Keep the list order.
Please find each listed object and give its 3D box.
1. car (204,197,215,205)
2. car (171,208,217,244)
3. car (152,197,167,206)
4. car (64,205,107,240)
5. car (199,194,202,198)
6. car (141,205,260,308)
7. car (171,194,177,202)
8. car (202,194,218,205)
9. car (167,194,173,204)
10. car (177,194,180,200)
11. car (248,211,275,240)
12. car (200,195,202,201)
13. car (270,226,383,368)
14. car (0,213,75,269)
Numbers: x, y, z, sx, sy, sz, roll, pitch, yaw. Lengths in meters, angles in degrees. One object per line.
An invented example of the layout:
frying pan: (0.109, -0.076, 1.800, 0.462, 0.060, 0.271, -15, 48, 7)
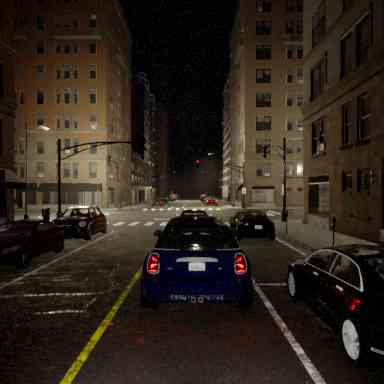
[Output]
car: (3.092, 1.576, 59.241, 1.752, 1.417, 4.829, 0, 0, 0)
car: (0.098, 1.566, 16.645, 1.994, 1.385, 4.181, 0, 0, 1)
car: (-5.461, 1.623, 53.703, 1.802, 1.307, 4.206, 0, 0, 0)
car: (-5.617, 1.442, 16.601, 1.967, 1.590, 4.097, 0, 0, 0)
car: (3.173, 1.531, 75.298, 1.967, 1.590, 4.097, 0, 0, 0)
car: (0.104, 1.353, 8.062, 2.097, 1.767, 4.553, 0, 0, 0)
car: (-5.324, 1.633, 80.575, 1.752, 1.417, 4.829, 0, 0, 0)
car: (3.064, 1.481, 53.662, 1.967, 1.590, 4.097, 0, 0, 0)
car: (-5.405, 1.613, 64.520, 2.008, 1.369, 4.403, 0, 0, 0)
car: (-5.269, 1.465, 91.563, 2.192, 1.841, 5.009, 0, 0, 0)
car: (2.908, 1.568, 16.572, 1.947, 1.339, 4.313, 0, 0, 0)
car: (3.119, 1.612, 64.480, 2.008, 1.369, 4.403, 0, 0, 0)
car: (2.872, 1.551, 5.570, 2.008, 1.369, 4.403, 0, 0, 0)
car: (-5.635, 1.583, 11.099, 1.802, 1.307, 4.206, 0, 0, 0)
